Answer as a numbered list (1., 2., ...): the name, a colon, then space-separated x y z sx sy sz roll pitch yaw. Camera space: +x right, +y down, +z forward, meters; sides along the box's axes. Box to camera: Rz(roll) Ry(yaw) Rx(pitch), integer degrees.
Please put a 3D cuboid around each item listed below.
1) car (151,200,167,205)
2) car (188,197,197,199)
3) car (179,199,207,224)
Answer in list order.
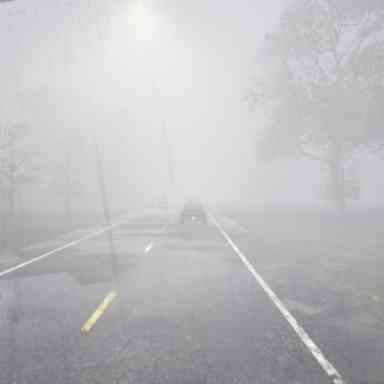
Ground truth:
1. car: -3.502 1.176 35.441 2.128 1.511 4.902 0 0 0
2. car: 0.099 1.529 50.172 1.882 1.535 5.008 0 0 0
3. car: 0.099 1.532 25.346 1.837 1.490 4.892 0 0 0
